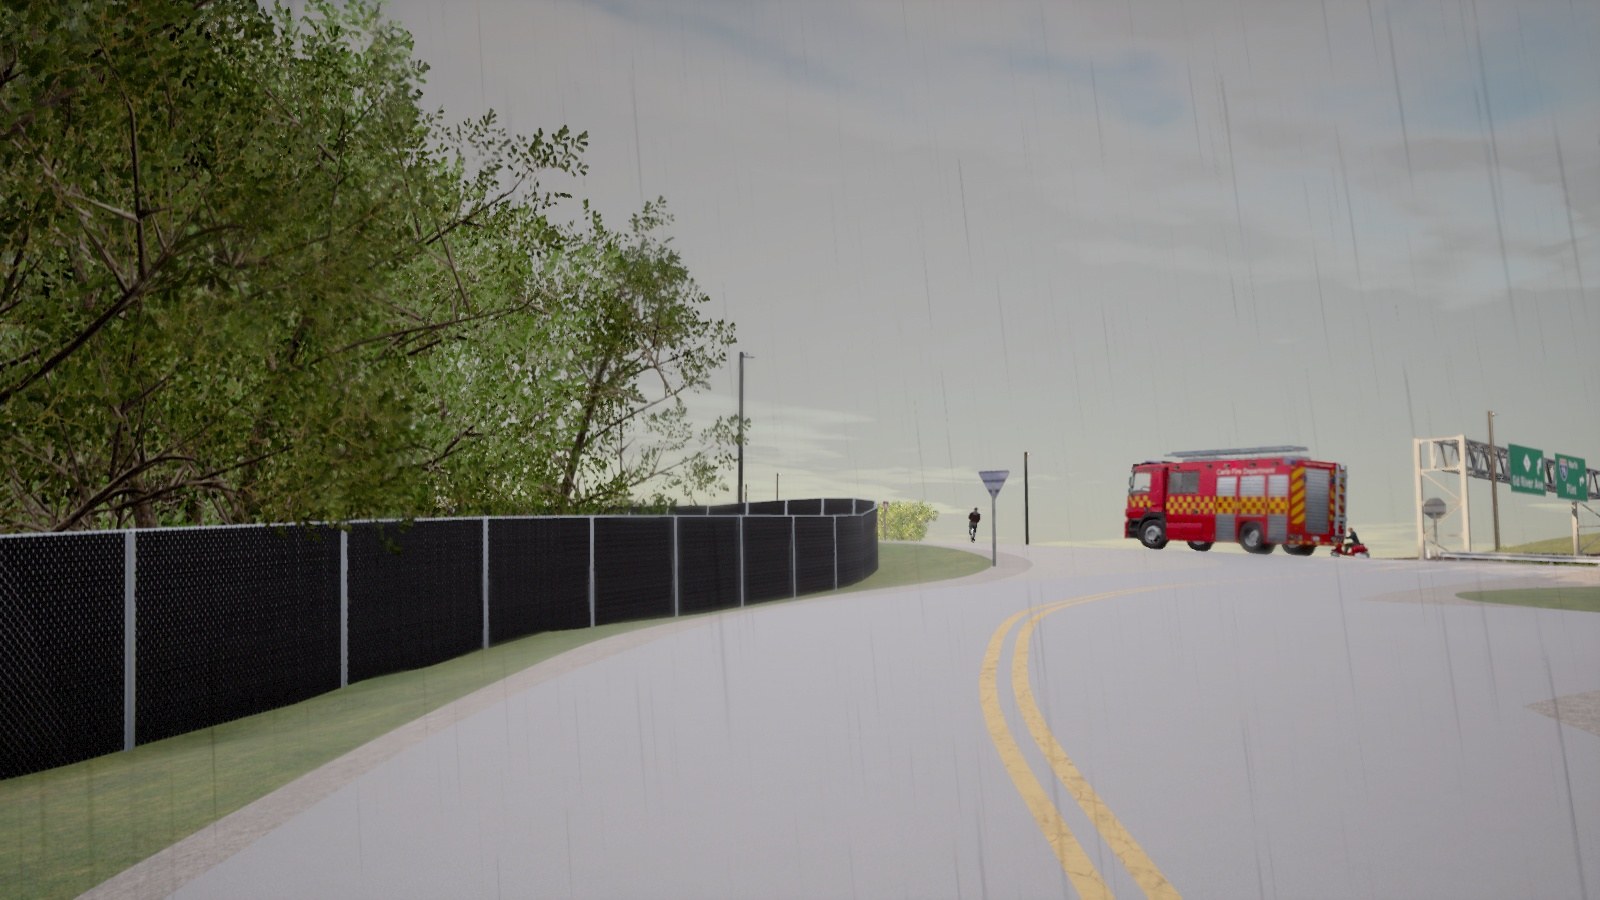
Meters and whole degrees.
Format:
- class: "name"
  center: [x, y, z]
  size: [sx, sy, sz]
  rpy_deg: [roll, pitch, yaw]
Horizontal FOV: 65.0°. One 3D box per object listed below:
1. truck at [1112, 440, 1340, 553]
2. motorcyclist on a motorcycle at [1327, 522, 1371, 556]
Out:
- class: "truck"
  center: [15.857, 1.827, 47.537]
  size: [2.891, 3.827, 8.468]
  rpy_deg: [4, -4, -27]
- class: "motorcyclist on a motorcycle"
  center: [26.354, 4.271, 60.327]
  size: [1.817, 1.590, 0.866]
  rpy_deg: [0, -5, 15]
